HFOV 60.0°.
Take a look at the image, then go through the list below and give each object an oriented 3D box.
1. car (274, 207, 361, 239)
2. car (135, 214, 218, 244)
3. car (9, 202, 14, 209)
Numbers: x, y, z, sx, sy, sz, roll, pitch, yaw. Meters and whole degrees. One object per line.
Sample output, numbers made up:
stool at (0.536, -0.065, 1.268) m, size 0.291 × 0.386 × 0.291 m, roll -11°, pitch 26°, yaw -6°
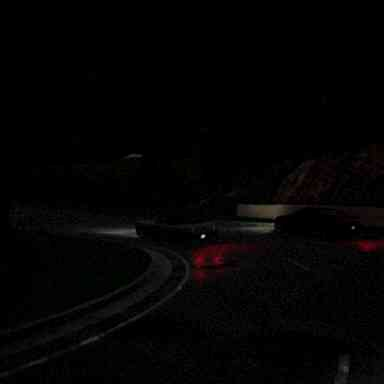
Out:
car at (6.522, 1.552, 17.876) m, size 1.882 × 1.535 × 5.008 m, roll 0°, pitch -1°, yaw -25°
car at (-0.965, 1.771, 16.910) m, size 1.895 × 1.301 × 4.718 m, roll 0°, pitch -1°, yaw -41°
car at (-34.901, 2.606, 62.812) m, size 1.994 × 1.385 × 4.181 m, roll 0°, pitch -1°, yaw -35°
